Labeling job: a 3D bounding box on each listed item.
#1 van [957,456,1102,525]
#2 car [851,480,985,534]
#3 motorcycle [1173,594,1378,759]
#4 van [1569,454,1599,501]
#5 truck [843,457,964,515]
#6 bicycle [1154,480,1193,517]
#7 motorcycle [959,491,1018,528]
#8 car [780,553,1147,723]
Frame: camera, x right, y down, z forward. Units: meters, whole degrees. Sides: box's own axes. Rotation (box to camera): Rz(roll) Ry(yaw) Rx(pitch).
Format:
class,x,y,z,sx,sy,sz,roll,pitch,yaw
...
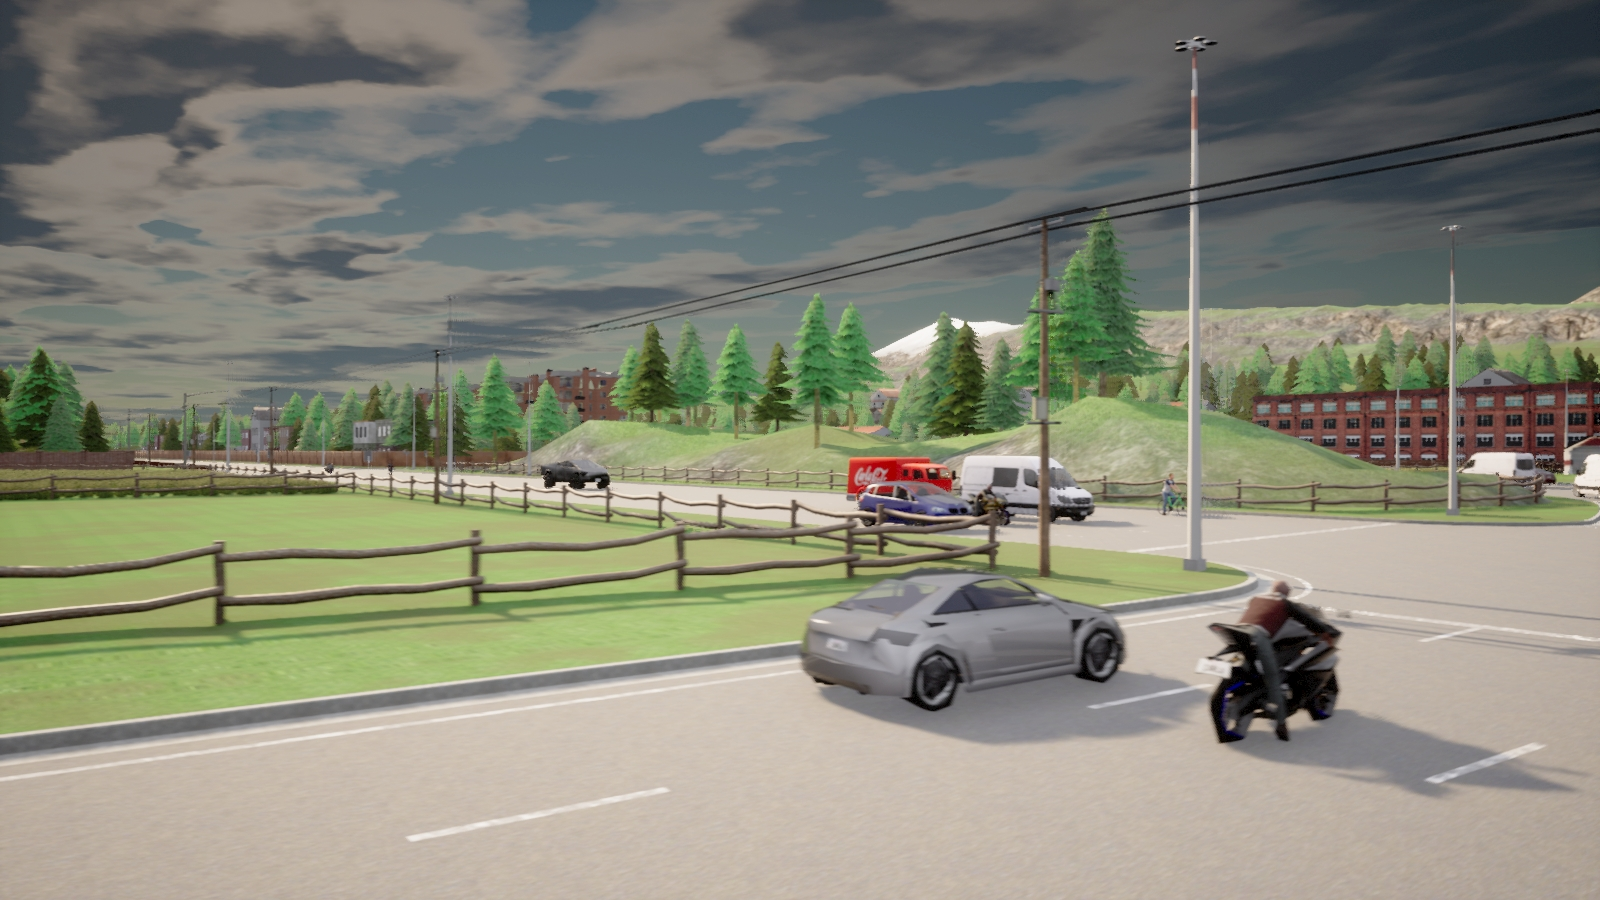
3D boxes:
class,x,y,z,sx,sy,sz,roll,pitch,yaw
van,9.071,1.523,45.777,1.988,2.561,5.915,0,0,-36
car,4.132,1.958,40.664,2.242,1.667,4.611,0,0,-35
motorcycle,4.797,2.201,11.465,2.209,1.251,0.867,0,0,-36
van,45.414,1.510,64.162,1.988,2.561,5.915,1,0,17
truck,4.621,1.556,51.808,2.627,2.467,5.204,0,0,-37
bicycle,15.819,2.042,48.391,0.373,1.496,1.643,0,0,-36
motorcycle,7.030,2.195,42.628,0.867,1.251,2.209,0,0,-36
car,2.041,2.115,13.782,4.181,1.385,1.994,0,0,-36
